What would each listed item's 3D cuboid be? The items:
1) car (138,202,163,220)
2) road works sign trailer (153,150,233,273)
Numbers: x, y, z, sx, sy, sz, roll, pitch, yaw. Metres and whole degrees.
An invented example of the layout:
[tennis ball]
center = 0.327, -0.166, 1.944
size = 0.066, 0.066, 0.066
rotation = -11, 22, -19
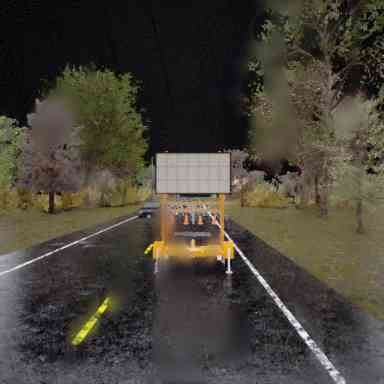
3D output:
[car]
center = -3.402, 1.574, 28.998
size = 2.033, 1.411, 5.357
rotation = 0, 0, 0
[road works sign trailer]
center = 0.040, 0.469, 10.645
size = 2.380, 3.560, 2.880
rotation = 0, 0, 0
